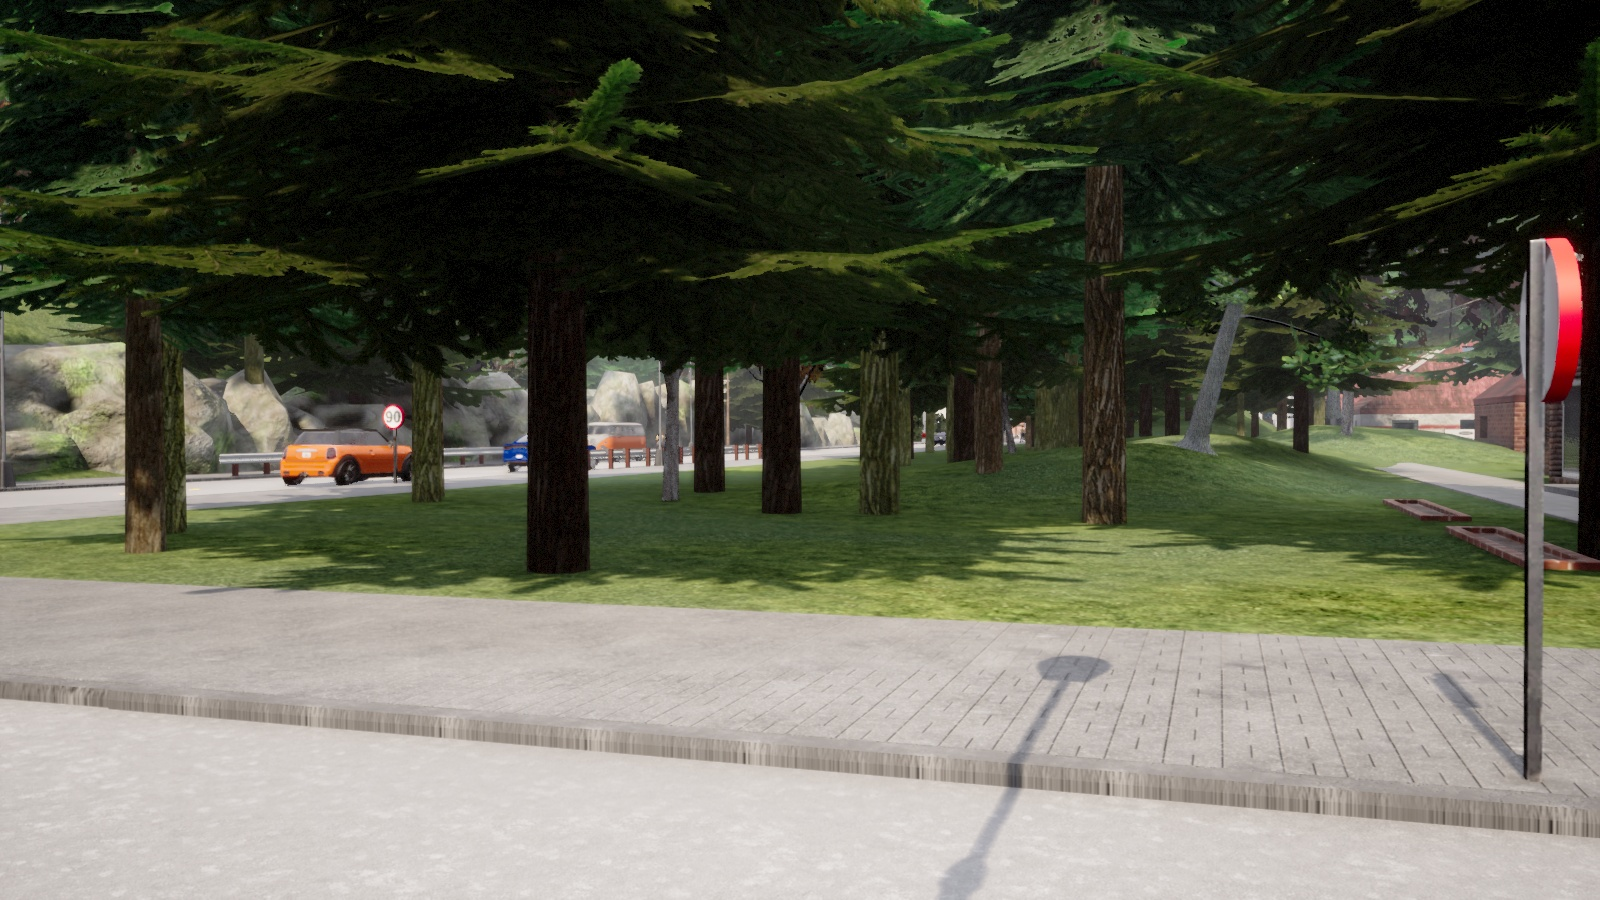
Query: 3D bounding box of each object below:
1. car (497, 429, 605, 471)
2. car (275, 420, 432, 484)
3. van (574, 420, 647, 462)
[{"bbox_3d":[-9.580,-0.027,48.820,1.882,1.535,5.008,1,1,18],"label":"car"},{"bbox_3d":[-13.267,0.019,37.643,2.097,1.767,4.553,1,1,18],"label":"car"},{"bbox_3d":[-9.340,-0.470,62.286,1.775,1.987,4.442,1,1,18],"label":"van"}]
